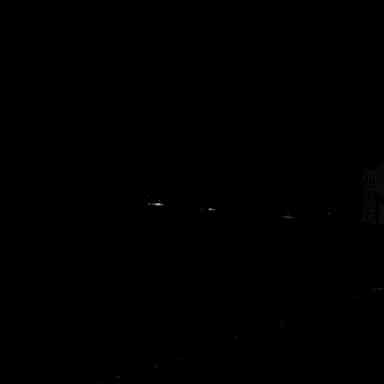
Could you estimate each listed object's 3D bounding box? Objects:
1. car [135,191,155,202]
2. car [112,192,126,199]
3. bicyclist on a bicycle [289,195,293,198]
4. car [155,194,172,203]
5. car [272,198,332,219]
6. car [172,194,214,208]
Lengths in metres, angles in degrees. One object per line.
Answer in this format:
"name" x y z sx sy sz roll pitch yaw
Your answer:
"car" -6.383 0.656 47.952 2.097 1.767 4.553 1 1 -34
"car" -13.904 0.616 63.929 1.994 1.385 4.181 1 1 -35
"bicyclist on a bicycle" 10.265 1.137 34.393 1.656 1.620 0.582 0 1 -35
"car" -2.931 0.963 48.089 1.895 1.301 4.718 1 1 -35
"car" 8.623 1.226 26.288 2.128 1.511 4.902 1 1 -35
"car" 0.299 1.044 38.271 2.033 1.411 5.357 1 1 -35
